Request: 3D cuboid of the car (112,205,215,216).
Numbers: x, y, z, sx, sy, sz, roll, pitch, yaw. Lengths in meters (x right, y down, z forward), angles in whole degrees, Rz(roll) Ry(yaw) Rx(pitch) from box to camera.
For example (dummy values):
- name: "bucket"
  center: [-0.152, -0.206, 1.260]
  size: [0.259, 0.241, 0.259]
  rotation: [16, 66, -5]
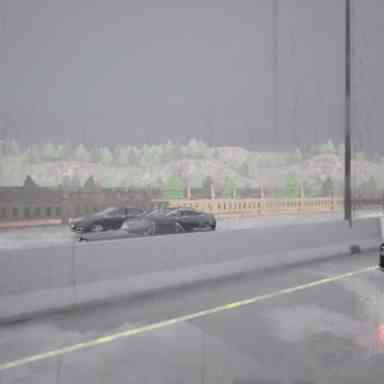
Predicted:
- name: "car"
  center: [-1.008, 1.492, 16.169]
  size: [4.902, 1.511, 2.128]
  rotation: [0, 0, -35]

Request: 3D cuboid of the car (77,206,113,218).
- name: "car"
  center: [-4.099, 1.505, 18.263]
  size: [4.892, 1.490, 1.837]
  rotation: [0, 0, -35]

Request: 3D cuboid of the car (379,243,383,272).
- name: "car"
  center: [6.683, 1.492, 8.511]
  size: [4.902, 1.511, 2.128]
  rotation: [0, 0, -35]

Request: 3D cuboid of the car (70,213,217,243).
- name: "car"
  center: [-1.511, 1.601, 11.512]
  size: [4.718, 1.301, 1.895]
  rotation: [0, 0, -35]
